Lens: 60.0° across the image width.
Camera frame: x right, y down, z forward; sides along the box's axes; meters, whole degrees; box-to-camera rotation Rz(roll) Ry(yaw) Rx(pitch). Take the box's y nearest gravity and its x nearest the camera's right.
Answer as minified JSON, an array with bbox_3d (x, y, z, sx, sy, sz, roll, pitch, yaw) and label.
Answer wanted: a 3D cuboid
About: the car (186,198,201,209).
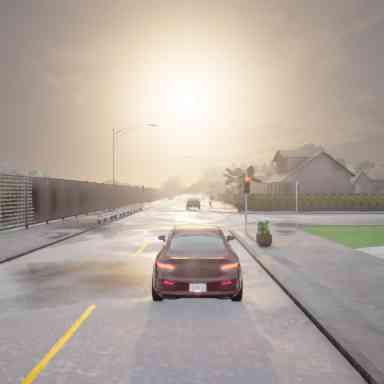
[{"bbox_3d":[0.186,1.505,44.127,1.837,1.490,4.892,0,0,0],"label":"car"}]

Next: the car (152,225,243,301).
[{"bbox_3d":[0.109,1.526,8.177,1.812,1.442,4.674,0,0,0],"label":"car"}]
